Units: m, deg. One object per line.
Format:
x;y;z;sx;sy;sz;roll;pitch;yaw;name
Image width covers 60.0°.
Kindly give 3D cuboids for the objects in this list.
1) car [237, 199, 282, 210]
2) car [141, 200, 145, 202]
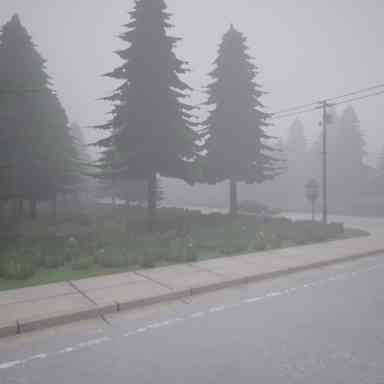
6.336;1.468;31.619;1.837;1.490;4.892;0;0;-33;car
-6.329;1.464;50.368;2.128;1.511;4.902;0;0;-34;car
